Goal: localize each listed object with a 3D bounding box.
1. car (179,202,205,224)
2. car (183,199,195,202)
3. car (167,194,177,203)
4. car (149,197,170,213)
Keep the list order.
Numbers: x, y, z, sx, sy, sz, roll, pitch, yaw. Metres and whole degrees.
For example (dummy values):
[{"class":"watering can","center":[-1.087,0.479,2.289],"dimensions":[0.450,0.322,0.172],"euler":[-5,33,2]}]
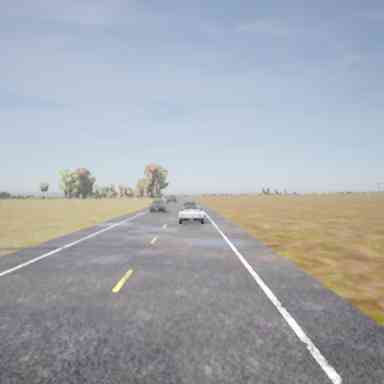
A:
[{"class":"car","center":[-0.055,1.701,25.856],"dimensions":[1.895,1.301,4.718],"euler":[0,0,-1]},{"class":"car","center":[-0.321,1.681,45.318],"dimensions":[2.128,1.511,4.902],"euler":[0,0,-1]},{"class":"car","center":[-4.660,1.588,77.831],"dimensions":[2.150,2.045,5.566],"euler":[0,0,-2]},{"class":"car","center":[-3.908,1.663,38.840],"dimensions":[1.837,1.490,4.892],"euler":[0,0,-1]}]
